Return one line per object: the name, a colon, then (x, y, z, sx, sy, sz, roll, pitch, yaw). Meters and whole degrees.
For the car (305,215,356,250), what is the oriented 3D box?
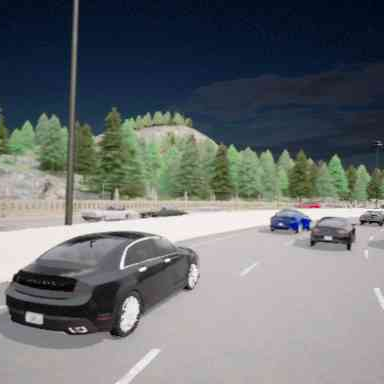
car: (7.233, 1.962, 16.953, 1.812, 1.442, 4.674, 1, -1, 29)

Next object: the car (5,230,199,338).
car: (-1.331, 1.559, 6.897, 1.837, 1.490, 4.892, 1, -1, 21)

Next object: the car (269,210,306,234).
car: (7.035, 1.994, 23.471, 1.882, 1.535, 5.008, 1, -1, 32)

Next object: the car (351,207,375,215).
car: (29.474, 3.251, 57.424, 4.718, 1.301, 1.895, 2, -1, -38)

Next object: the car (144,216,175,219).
car: (-2.471, 1.908, 28.492, 1.895, 1.301, 4.718, 1, -1, 32)

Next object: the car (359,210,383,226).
car: (17.725, 2.490, 32.165, 2.033, 1.411, 5.357, 1, -1, 41)

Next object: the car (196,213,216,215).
car: (1.212, 1.929, 27.716, 1.812, 1.442, 4.674, 1, -1, 33)
